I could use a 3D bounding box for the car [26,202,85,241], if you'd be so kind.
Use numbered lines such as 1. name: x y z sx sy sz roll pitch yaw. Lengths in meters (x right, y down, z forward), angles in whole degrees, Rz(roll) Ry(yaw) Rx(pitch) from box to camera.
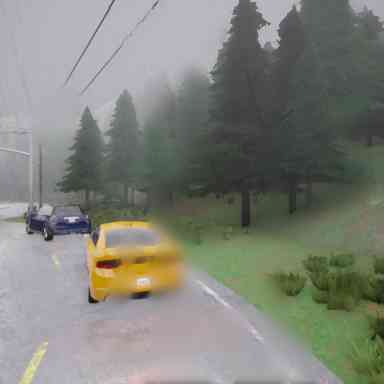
1. car: -6.928 1.352 17.052 2.097 1.767 4.553 0 0 -40

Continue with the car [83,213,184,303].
1. car: -1.665 1.478 8.400 1.882 1.535 5.008 0 0 -18
